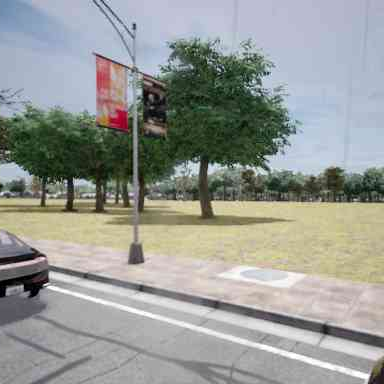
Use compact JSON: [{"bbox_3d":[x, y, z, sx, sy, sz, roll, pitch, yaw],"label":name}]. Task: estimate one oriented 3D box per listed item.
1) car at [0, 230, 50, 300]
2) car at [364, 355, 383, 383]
[{"bbox_3d":[-5.101,1.540,7.300,4.902,1.511,2.128,0,0,36],"label":"car"},{"bbox_3d":[3.355,1.487,1.282,4.902,1.511,2.128,0,0,36],"label":"car"}]
